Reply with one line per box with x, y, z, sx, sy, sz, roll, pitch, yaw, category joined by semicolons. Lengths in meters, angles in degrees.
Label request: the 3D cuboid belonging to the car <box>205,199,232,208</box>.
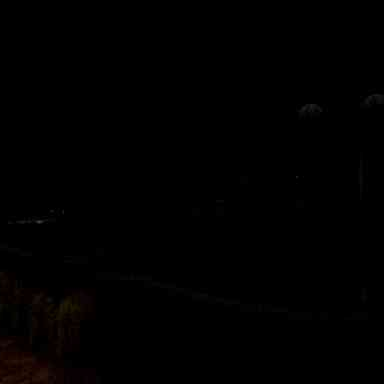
3.589;1.597;43.358;1.812;1.442;4.674;0;0;36;car

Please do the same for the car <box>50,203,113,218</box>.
-8.708;1.548;26.401;1.895;1.301;4.718;0;-1;36;car
